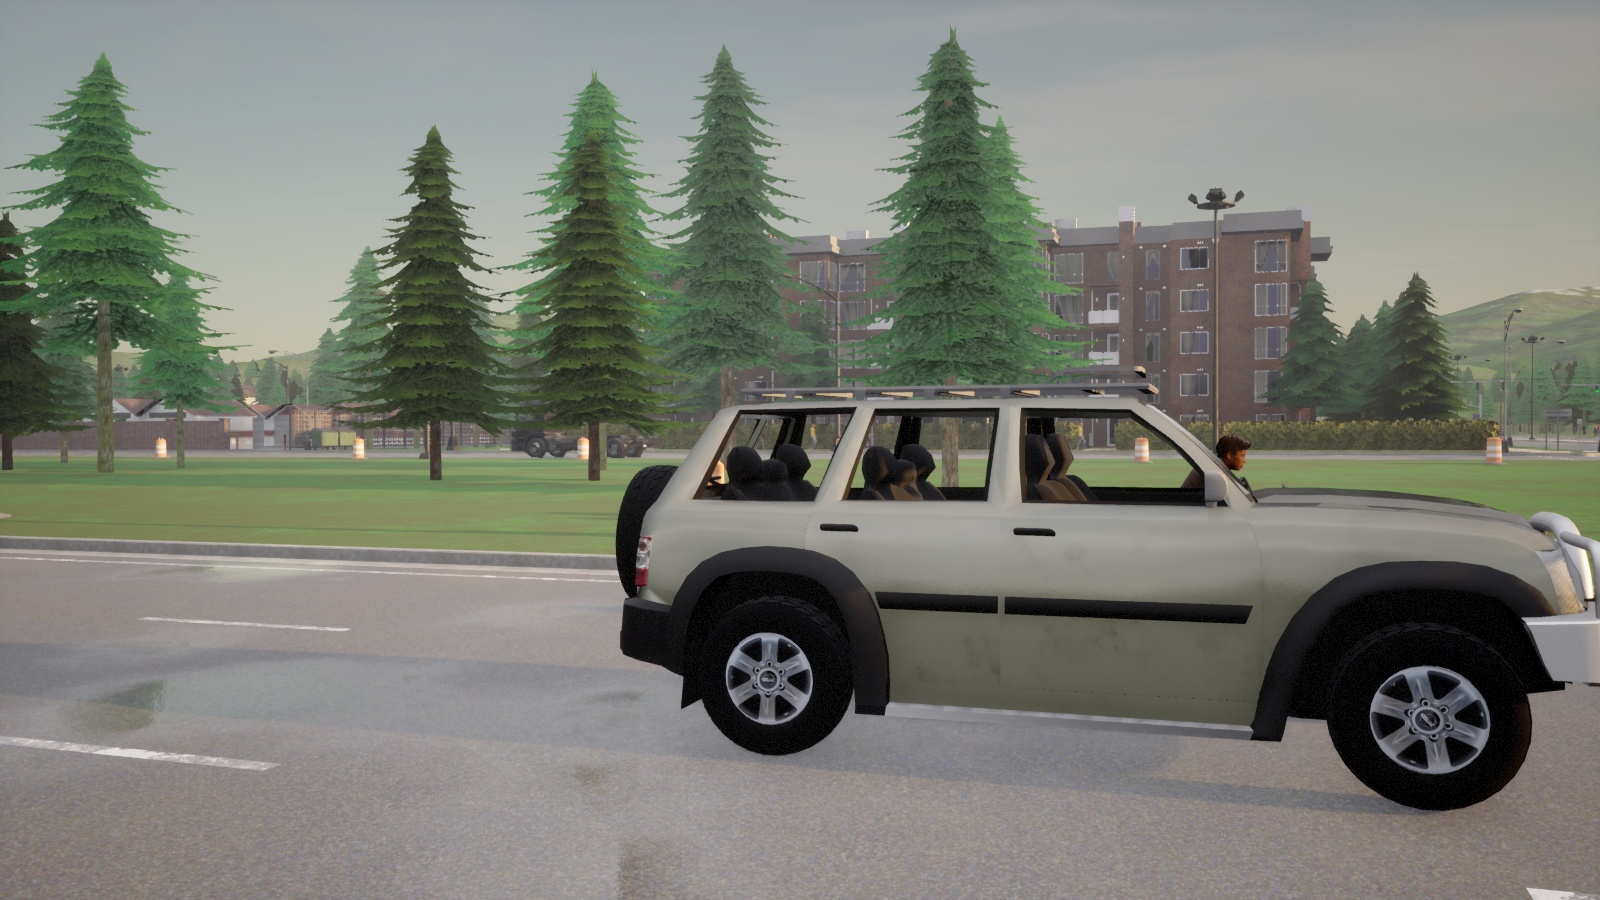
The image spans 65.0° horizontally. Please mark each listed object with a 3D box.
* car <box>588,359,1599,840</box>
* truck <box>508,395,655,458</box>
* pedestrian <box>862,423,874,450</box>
[{"bbox_3d":[1.444,0.546,6.396,4.605,1.855,1.932,1,1,18],"label":"car"},{"bbox_3d":[-12.577,-1.360,72.315,7.936,3.462,2.891,1,1,19],"label":"truck"},{"bbox_3d":[4.645,-0.896,85.508,0.726,1.835,0.370,1,1,19],"label":"pedestrian"}]
